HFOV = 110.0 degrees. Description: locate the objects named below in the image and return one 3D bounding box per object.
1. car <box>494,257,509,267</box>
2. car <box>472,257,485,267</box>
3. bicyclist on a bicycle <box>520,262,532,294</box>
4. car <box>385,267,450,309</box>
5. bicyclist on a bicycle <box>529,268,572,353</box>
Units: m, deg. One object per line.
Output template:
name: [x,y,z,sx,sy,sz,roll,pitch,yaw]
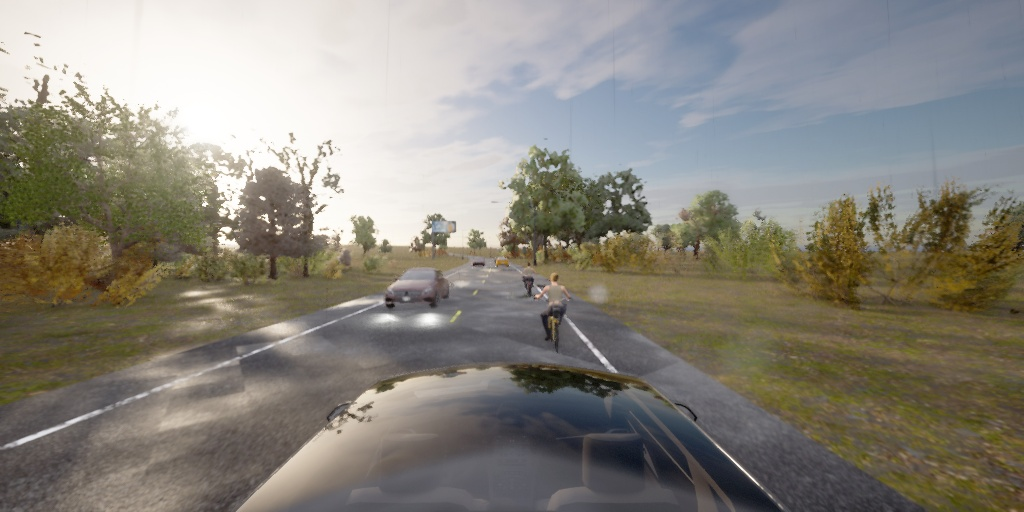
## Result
car: [-1.577,0.924,57.618,1.882,1.535,5.008,0,0,-3]
car: [-5.175,0.935,56.303,1.882,1.535,5.008,0,1,-3]
bicyclist on a bicycle: [0.806,1.110,17.285,0.866,1.612,1.509,0,0,-1]
car: [-3.708,1.213,14.789,1.812,1.442,4.674,0,0,-1]
bicyclist on a bicycle: [0.904,1.158,7.785,0.866,1.612,1.509,0,0,0]
